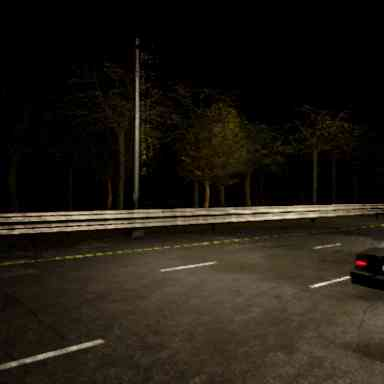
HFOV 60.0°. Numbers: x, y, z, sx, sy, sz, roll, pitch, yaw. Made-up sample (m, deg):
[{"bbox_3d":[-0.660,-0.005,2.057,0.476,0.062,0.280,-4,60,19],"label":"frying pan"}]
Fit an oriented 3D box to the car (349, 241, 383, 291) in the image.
[{"bbox_3d":[6.032,1.630,8.162,5.357,1.411,2.033,1,0,-35],"label":"car"}]
